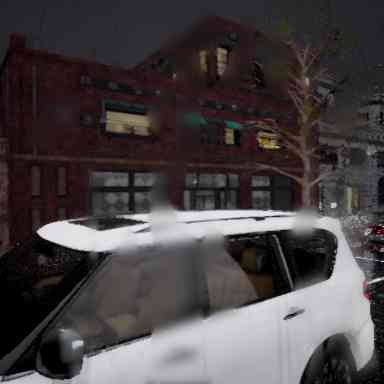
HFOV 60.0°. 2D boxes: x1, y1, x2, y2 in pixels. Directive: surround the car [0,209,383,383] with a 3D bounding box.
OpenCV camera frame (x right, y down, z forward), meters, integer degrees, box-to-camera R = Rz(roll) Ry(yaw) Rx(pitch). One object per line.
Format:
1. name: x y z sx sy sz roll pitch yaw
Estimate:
1. car: -0.596 1.225 2.954 5.566 2.045 2.150 1 0 -36
